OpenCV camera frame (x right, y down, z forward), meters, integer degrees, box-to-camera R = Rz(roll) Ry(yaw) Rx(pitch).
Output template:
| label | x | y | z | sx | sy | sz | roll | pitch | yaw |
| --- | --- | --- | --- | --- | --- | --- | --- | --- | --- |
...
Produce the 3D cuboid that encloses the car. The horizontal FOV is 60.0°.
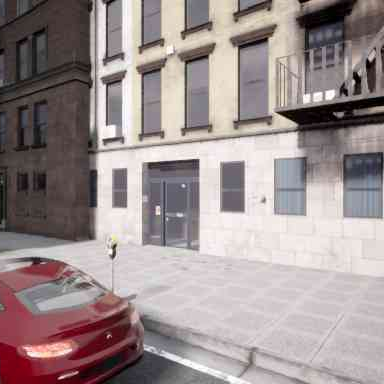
| label | x | y | z | sx | sy | sz | roll | pitch | yaw |
| --- | --- | --- | --- | --- | --- | --- | --- | --- | --- |
| car | -2.504 | 1.582 | 4.596 | 4.206 | 1.307 | 1.802 | 0 | 0 | 36 |
